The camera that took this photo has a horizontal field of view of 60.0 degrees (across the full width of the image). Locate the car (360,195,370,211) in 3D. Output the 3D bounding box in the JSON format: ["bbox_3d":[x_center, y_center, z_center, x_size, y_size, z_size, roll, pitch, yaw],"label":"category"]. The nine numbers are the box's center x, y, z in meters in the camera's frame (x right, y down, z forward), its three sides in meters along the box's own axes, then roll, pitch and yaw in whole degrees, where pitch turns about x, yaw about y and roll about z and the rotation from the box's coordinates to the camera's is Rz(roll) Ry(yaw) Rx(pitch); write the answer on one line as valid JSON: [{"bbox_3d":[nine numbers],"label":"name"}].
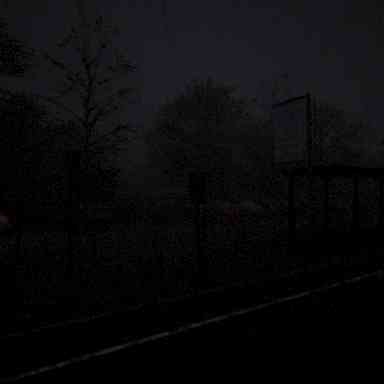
[{"bbox_3d":[17.959,1.491,39.574,2.163,1.488,4.792,0,0,-36],"label":"car"}]

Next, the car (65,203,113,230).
[{"bbox_3d":[-6.844,1.511,21.770,2.163,1.488,4.792,0,0,-36],"label":"car"}]

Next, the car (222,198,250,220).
[{"bbox_3d":[2.174,1.471,28.247,2.097,1.535,5.008,0,0,-36],"label":"car"}]

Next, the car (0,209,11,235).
[{"bbox_3d":[-11.269,1.484,18.414,1.946,1.575,5.366,0,0,-36],"label":"car"}]

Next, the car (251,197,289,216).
[{"bbox_3d":[6.668,1.341,31.505,2.185,1.767,4.553,0,0,-36],"label":"car"}]

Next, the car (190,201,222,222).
[{"bbox_3d":[-0.086,1.513,26.633,2.002,1.452,4.674,0,0,-36],"label":"car"}]

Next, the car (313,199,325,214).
[{"bbox_3d":[11.206,1.465,34.703,2.231,1.521,4.892,0,0,-36],"label":"car"}]

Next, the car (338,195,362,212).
[{"bbox_3d":[15.825,1.459,37.783,1.946,1.575,5.366,0,0,-36],"label":"car"}]

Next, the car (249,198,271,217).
[{"bbox_3d":[4.430,1.509,29.863,2.002,1.452,4.674,0,0,-36],"label":"car"}]

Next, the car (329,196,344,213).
[{"bbox_3d":[13.443,1.492,36.345,2.163,1.488,4.792,0,0,-36],"label":"car"}]

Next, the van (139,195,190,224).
[{"bbox_3d":[-2.413,1.250,25.117,1.878,1.987,4.442,0,0,-36],"label":"van"}]

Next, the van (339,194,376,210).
[{"bbox_3d":[20.300,1.235,41.068,1.878,1.987,4.442,0,0,-36],"label":"van"}]

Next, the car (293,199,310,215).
[{"bbox_3d":[8.941,1.465,33.098,2.097,1.535,5.008,0,0,-36],"label":"car"}]
